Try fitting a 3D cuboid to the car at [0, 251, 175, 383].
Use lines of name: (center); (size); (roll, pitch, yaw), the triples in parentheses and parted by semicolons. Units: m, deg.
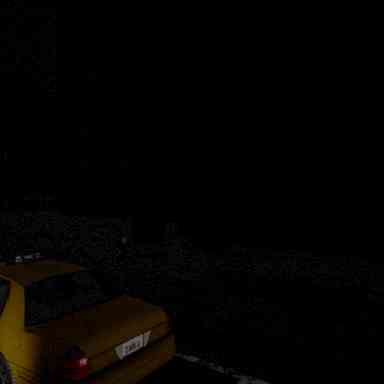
car: (-2.477, 1.525, 4.726); (4.829, 1.417, 1.752); (0, 0, 35)
